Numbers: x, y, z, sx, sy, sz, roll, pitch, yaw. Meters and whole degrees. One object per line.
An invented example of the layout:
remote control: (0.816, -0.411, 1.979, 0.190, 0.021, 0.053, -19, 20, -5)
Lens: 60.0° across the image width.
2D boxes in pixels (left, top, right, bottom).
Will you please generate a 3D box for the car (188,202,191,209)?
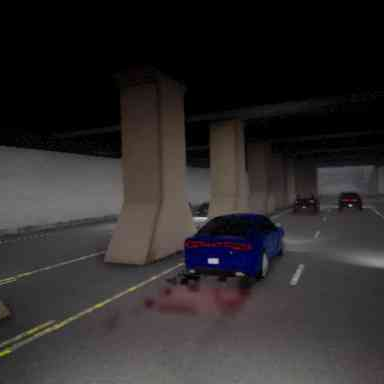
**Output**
car: (-1.726, 1.326, 28.804, 2.128, 1.511, 4.902, -2, 0, 24)

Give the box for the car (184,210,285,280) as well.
car: (1.469, 1.349, 9.743, 1.882, 1.535, 5.008, -2, 0, 24)

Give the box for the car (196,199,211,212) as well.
car: (1.911, 1.276, 28.358, 1.994, 1.385, 4.181, -2, 0, 24)

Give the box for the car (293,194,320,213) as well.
car: (9.787, 0.929, 28.337, 2.128, 1.511, 4.902, -2, 0, 24)

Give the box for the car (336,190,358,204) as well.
car: (18.494, 0.539, 39.682, 2.128, 1.511, 4.902, -2, 1, 25)

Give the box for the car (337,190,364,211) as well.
car: (13.806, 0.796, 29.053, 1.837, 1.490, 4.892, -2, 0, 25)
